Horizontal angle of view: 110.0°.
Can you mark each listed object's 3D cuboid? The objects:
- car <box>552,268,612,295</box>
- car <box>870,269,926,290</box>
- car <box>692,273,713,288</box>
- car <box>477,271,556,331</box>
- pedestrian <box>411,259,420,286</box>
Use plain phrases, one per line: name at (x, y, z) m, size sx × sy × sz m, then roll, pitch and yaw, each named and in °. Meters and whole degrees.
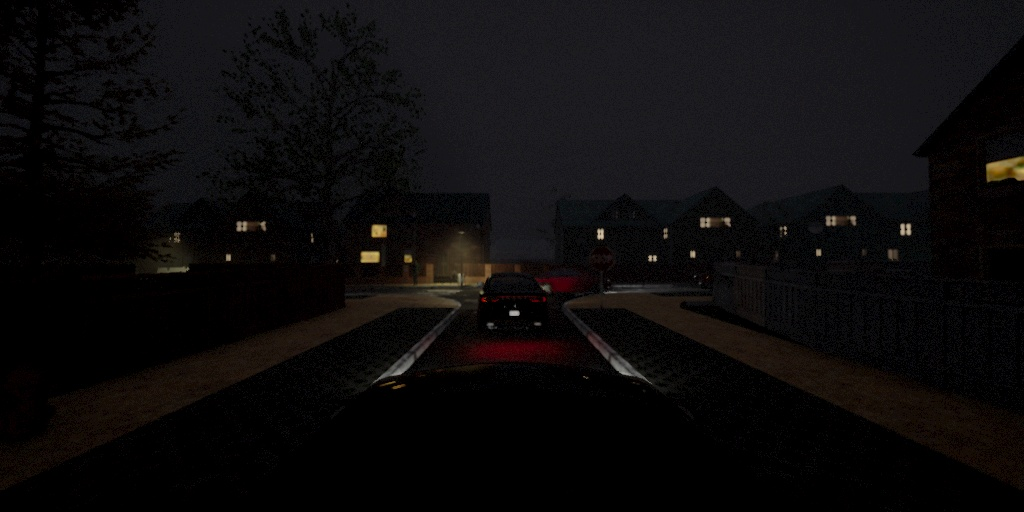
car at (3.124, 1.322, 19.070) m, size 4.181 × 1.385 × 1.994 m, roll -1°, pitch -1°, yaw 1°
car at (20.004, 1.077, 18.885) m, size 5.008 × 1.535 × 1.882 m, roll 0°, pitch -1°, yaw 1°
car at (13.692, 1.328, 21.904) m, size 4.718 × 1.301 × 1.895 m, roll 0°, pitch -1°, yaw 1°
car at (-0.061, 1.237, 11.140) m, size 1.882 × 1.535 × 5.008 m, roll 0°, pitch 0°, yaw -3°
pedestrian at (-6.747, 1.129, 25.060) m, size 0.375 × 1.860 × 0.375 m, roll 0°, pitch -1°, yaw 1°
